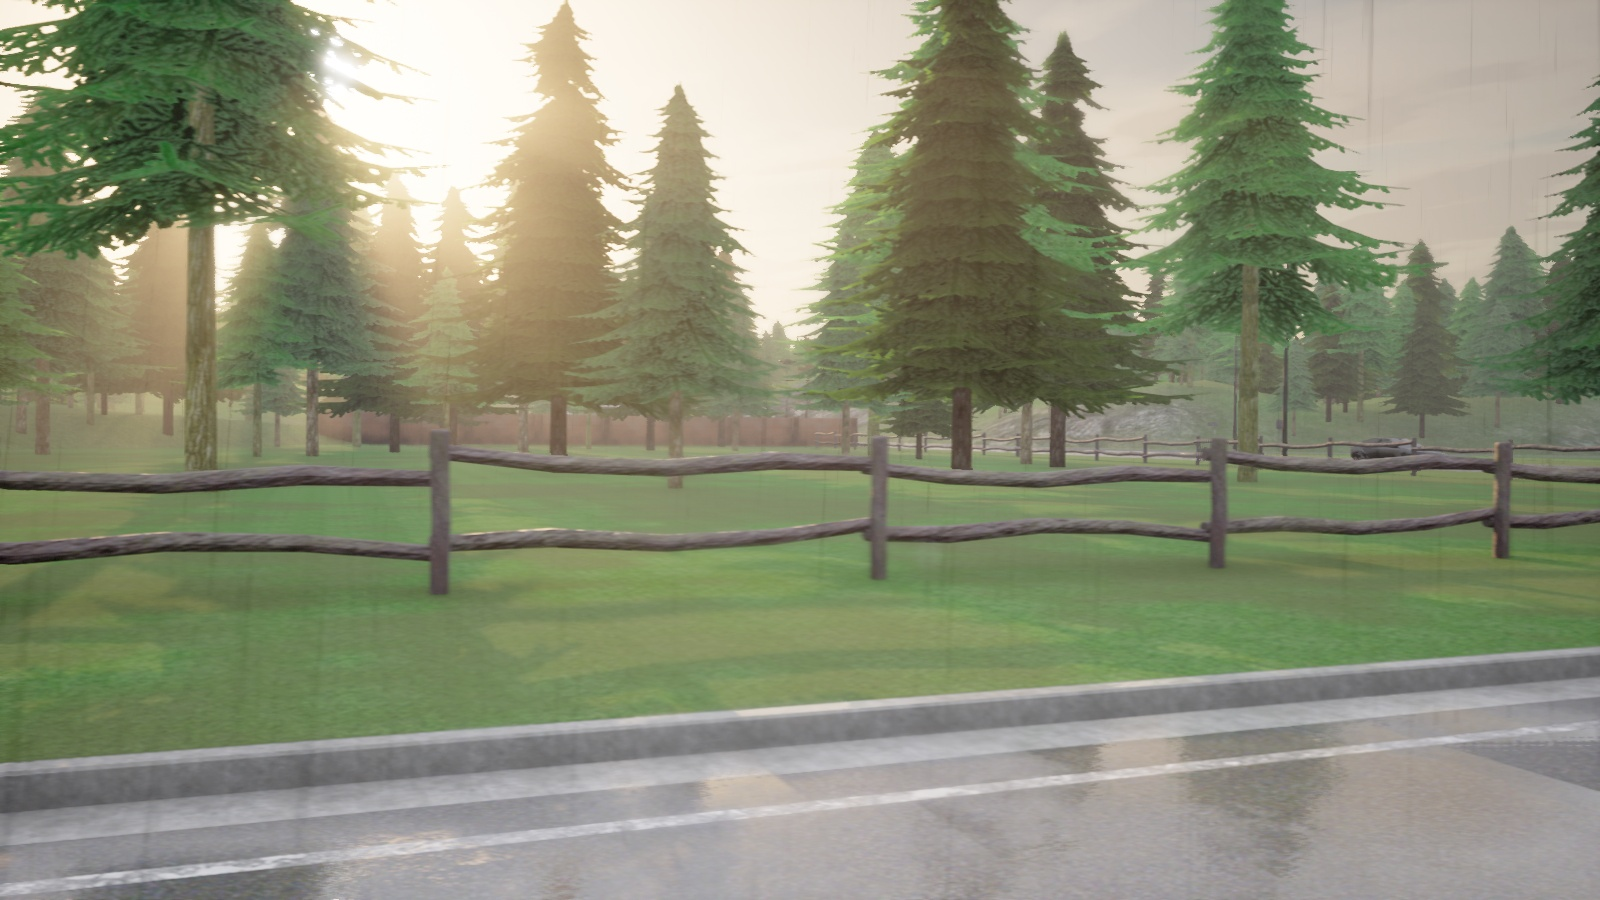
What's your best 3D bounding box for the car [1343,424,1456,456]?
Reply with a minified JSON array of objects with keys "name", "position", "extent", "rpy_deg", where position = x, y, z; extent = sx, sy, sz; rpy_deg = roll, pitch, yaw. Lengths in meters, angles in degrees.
[{"name":"car","position":[29.190,-0.512,61.326],"extent":[2.163,1.488,4.792],"rpy_deg":[-1,1,-20]}]
